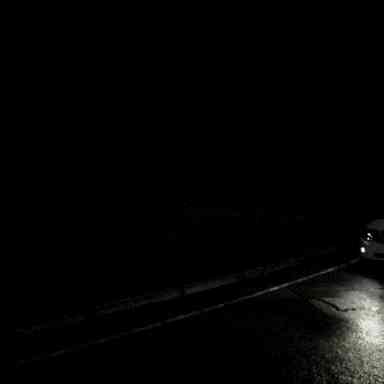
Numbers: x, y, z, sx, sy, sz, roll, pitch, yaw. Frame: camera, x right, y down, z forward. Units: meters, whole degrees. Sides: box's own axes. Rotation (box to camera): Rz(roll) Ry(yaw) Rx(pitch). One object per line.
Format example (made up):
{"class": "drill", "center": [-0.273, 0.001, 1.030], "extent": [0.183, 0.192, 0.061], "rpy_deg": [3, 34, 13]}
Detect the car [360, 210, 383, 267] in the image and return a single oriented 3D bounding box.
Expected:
{"class": "car", "center": [7.222, 1.144, 10.348], "extent": [5.566, 2.045, 2.150], "rpy_deg": [-1, 1, -44]}
